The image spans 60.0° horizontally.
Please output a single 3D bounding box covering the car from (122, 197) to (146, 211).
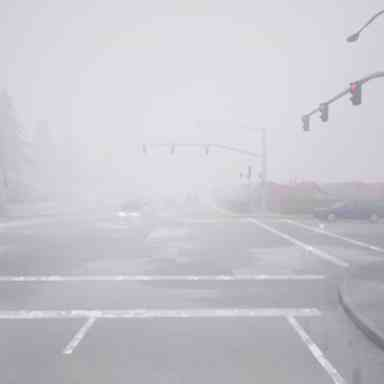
[{"bbox_3d":[-7.119,1.561,39.958,1.895,1.301,4.718,0,0,0],"label":"car"}]

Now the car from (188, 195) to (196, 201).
[{"bbox_3d":[-0.055,1.421,78.961,1.837,1.490,4.892,0,0,0],"label":"car"}]

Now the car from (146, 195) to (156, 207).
[{"bbox_3d":[-7.117,1.497,50.369,2.033,1.411,5.357,0,0,0],"label":"car"}]

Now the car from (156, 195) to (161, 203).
[{"bbox_3d":[-7.073,1.412,65.073,1.882,1.535,5.008,0,0,0],"label":"car"}]

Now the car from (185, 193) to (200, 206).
[{"bbox_3d":[0.062,1.167,54.245,2.150,2.045,5.566,0,0,0],"label":"car"}]

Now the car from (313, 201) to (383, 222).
[{"bbox_3d":[11.506,1.398,24.502,5.008,1.535,1.882,0,0,0],"label":"car"}]

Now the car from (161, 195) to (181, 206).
[{"bbox_3d":[-3.439,1.297,54.678,2.097,1.767,4.553,0,0,0],"label":"car"}]
